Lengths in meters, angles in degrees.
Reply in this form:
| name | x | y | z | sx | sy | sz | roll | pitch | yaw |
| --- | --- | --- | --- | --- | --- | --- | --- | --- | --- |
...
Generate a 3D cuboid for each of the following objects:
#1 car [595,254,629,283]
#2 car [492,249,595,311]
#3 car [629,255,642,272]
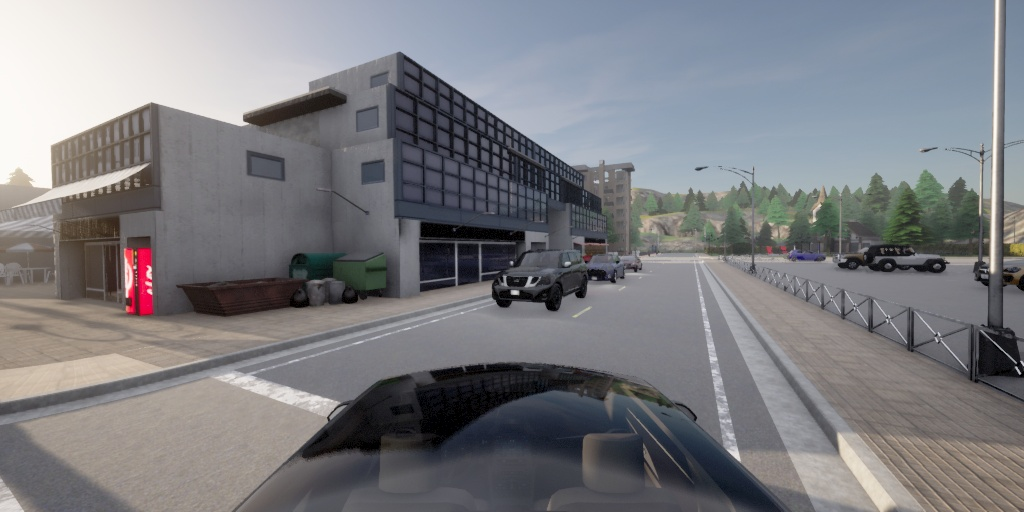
| name | x | y | z | sx | sy | sz | roll | pitch | yaw |
| --- | --- | --- | --- | --- | --- | --- | --- | --- | --- |
| car | 5.744 | 0.659 | 22.595 | 2.097 | 1.767 | 4.553 | 0 | 1 | 27 |
| car | 1.330 | 0.747 | 13.804 | 2.150 | 2.045 | 5.566 | 0 | 1 | 27 |
| car | 10.340 | 0.606 | 31.737 | 1.812 | 1.442 | 4.674 | 0 | 1 | 27 |
